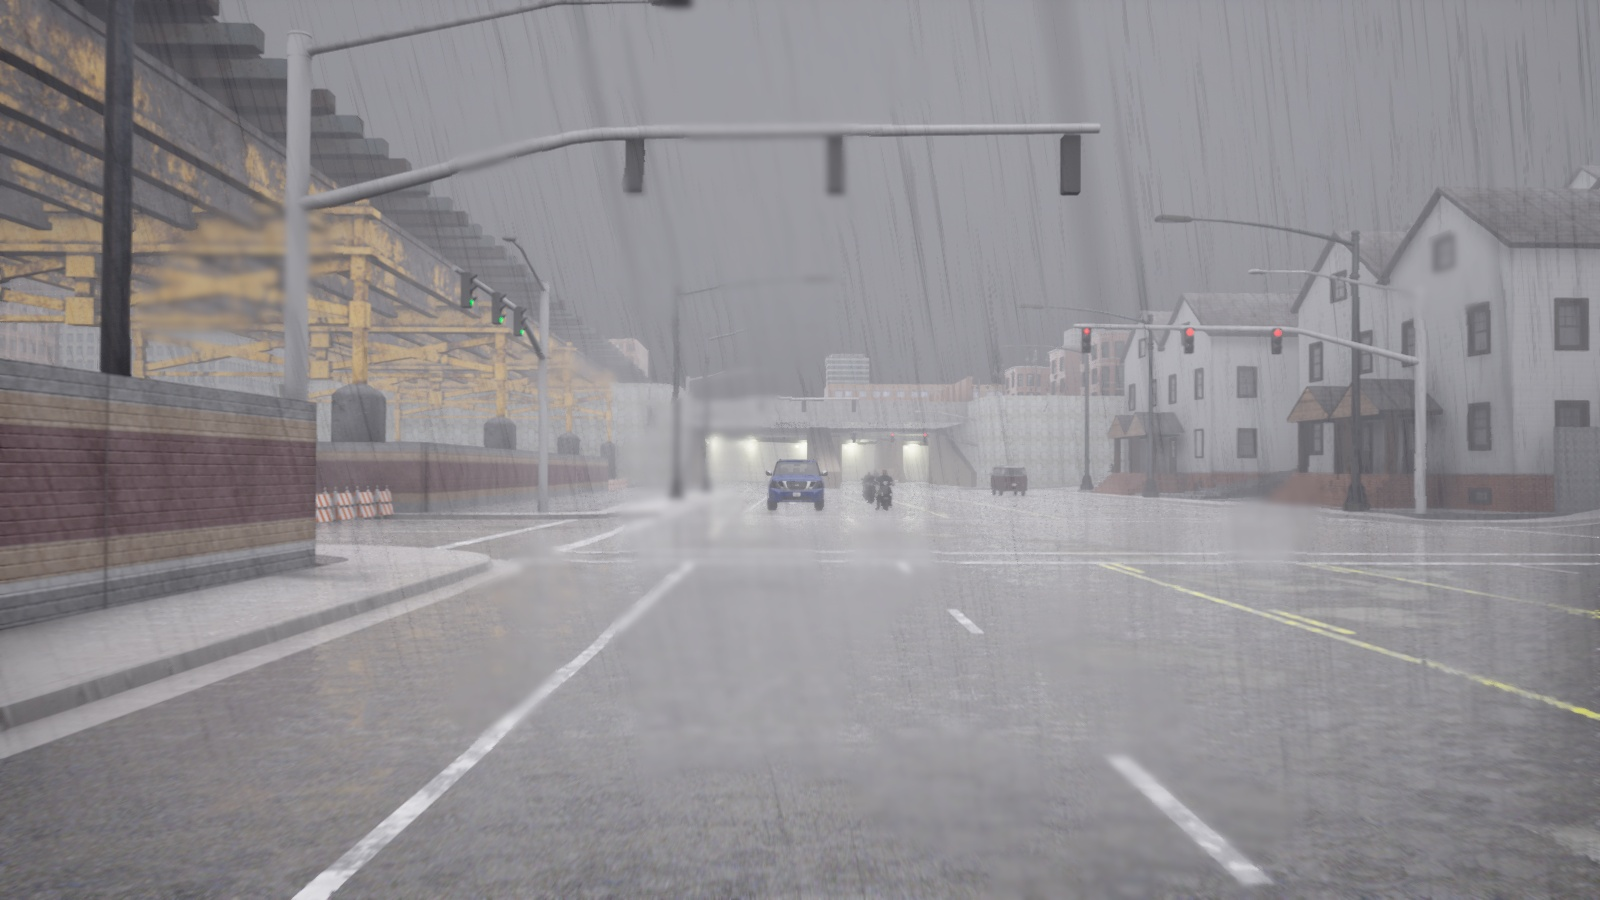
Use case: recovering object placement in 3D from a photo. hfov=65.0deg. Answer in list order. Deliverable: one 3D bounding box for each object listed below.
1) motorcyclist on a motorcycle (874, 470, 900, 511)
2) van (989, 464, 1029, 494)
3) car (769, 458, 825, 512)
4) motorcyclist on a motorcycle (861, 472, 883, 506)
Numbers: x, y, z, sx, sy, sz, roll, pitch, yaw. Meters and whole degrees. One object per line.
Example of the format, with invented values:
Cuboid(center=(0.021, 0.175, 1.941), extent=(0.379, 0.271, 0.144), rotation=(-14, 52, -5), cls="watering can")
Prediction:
Cuboid(center=(3.392, 1.578, 49.181), extent=(0.866, 1.590, 1.817), rotation=(0, -1, 0), cls="motorcyclist on a motorcycle")
Cuboid(center=(13.842, 1.909, 83.457), extent=(1.775, 1.987, 4.442), rotation=(0, -1, -1), cls="van")
Cuboid(center=(-0.113, 1.377, 50.372), extent=(2.150, 2.045, 5.566), rotation=(0, -1, 0), cls="car")
Cuboid(center=(3.368, 1.818, 58.878), extent=(0.866, 1.530, 2.191), rotation=(0, -1, 0), cls="motorcyclist on a motorcycle")
